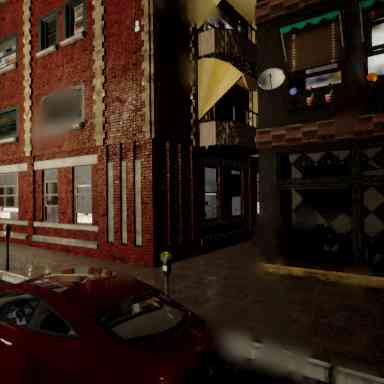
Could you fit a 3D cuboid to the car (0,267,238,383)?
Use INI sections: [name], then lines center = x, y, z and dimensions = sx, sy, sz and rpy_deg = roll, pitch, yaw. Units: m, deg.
[car]
center = -1.501, 1.583, 3.923
dimensions = 4.206, 1.307, 1.802
rpy_deg = 0, -1, 36
